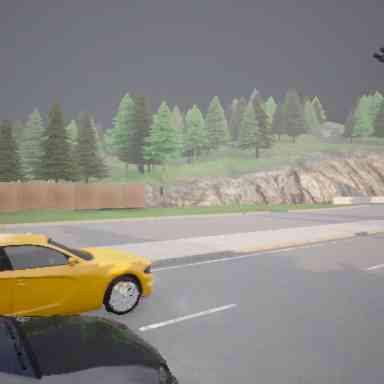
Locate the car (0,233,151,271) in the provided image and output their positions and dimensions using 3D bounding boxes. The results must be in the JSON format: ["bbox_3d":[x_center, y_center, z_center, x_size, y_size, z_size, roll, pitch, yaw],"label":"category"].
[{"bbox_3d":[-3.078,1.477,5.858,5.008,1.535,1.882,0,0,-35],"label":"car"}]

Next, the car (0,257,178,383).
[{"bbox_3d":[-2.108,1.564,2.254,4.181,1.385,1.994,0,0,-35],"label":"car"}]
